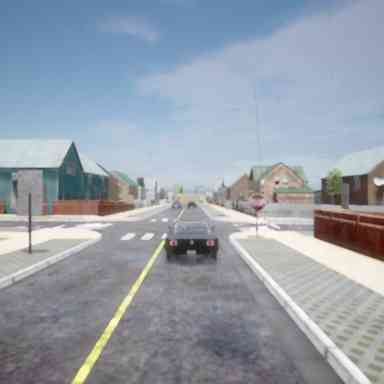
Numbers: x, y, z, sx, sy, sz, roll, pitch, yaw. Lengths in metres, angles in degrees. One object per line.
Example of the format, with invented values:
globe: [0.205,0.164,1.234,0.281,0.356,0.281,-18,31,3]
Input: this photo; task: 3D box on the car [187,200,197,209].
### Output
car: [-0.013,2.428,64.188,1.837,1.490,4.892,0,-1,0]

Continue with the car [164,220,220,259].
car: [-0.032,1.743,13.235,1.895,1.301,4.718,0,-1,-1]

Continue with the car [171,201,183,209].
car: [-2.819,2.395,61.585,1.812,1.442,4.674,0,-1,1]

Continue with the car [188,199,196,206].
car: [-0.036,2.510,77.987,1.882,1.535,5.008,0,-1,0]
